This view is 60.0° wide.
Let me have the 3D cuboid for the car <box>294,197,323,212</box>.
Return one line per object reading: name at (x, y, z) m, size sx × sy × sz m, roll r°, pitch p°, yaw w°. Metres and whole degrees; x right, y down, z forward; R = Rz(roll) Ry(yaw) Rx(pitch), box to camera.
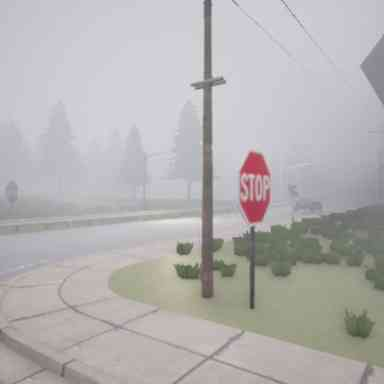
car at (13.325, 1.326, 37.940) m, size 2.097 × 1.767 × 4.553 m, roll 0°, pitch 0°, yaw 36°
